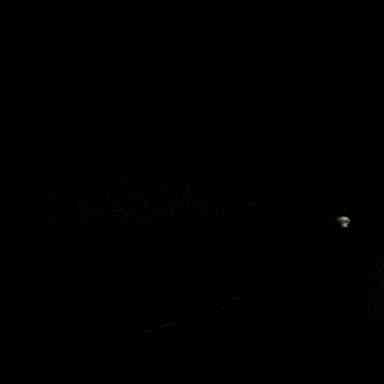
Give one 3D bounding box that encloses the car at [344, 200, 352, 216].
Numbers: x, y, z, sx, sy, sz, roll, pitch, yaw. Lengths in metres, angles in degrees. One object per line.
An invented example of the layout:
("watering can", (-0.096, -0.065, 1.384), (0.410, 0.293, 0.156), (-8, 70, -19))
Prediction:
("car", (15.903, 1.518, 32.308), (1.882, 1.535, 5.008), (0, 0, 28))
